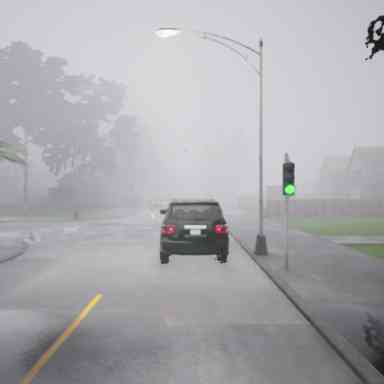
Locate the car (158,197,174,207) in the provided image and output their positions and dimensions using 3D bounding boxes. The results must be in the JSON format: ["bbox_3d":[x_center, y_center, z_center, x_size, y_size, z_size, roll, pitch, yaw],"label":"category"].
[{"bbox_3d":[-4.029,1.562,52.829,2.128,1.511,4.902,0,0,0],"label":"car"}]

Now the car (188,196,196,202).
[{"bbox_3d":[0.043,1.604,78.052,1.837,1.490,4.892,0,0,0],"label":"car"}]

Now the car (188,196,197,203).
[{"bbox_3d":[0.062,1.619,69.335,1.812,1.442,4.674,0,-1,0],"label":"car"}]

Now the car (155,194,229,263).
[{"bbox_3d":[-0.015,1.240,12.245,2.150,2.045,5.566,0,0,-2],"label":"car"}]

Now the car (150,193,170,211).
[{"bbox_3d":[-4.068,1.409,42.427,2.097,1.767,4.553,0,0,0],"label":"car"}]

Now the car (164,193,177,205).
[{"bbox_3d":[-3.965,1.306,63.342,2.150,2.045,5.566,0,0,0],"label":"car"}]
